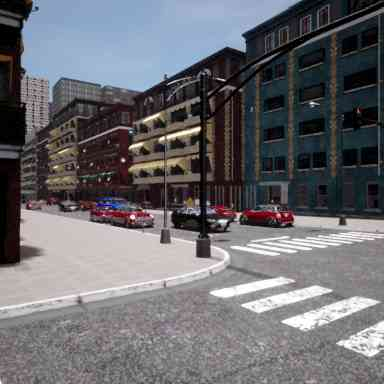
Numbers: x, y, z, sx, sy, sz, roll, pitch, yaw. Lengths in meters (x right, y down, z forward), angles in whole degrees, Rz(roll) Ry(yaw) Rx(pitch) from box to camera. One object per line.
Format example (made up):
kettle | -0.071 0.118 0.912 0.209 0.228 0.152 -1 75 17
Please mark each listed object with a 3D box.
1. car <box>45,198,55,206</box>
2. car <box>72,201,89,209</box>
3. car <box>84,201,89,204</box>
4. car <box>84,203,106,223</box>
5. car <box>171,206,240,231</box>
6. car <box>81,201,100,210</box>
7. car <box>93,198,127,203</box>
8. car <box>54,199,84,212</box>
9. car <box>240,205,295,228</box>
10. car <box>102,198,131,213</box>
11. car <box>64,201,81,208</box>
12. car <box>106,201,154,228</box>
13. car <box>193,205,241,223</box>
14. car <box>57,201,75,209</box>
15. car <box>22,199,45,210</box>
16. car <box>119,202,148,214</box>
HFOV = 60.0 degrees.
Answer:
car | -32.973 2.329 78.609 2.192 1.841 5.009 -1 0 -35
car | -20.223 2.326 60.439 1.802 1.307 4.206 -1 0 -35
car | -16.724 2.101 51.172 1.882 1.535 5.008 0 -1 -35
car | -7.543 1.904 28.641 1.802 1.307 4.206 -1 0 -35
car | 0.453 1.690 21.545 2.128 1.511 4.902 0 -1 -35
car | -17.036 2.259 55.897 1.802 1.307 4.206 -1 0 -35
car | -7.561 1.593 32.977 2.150 2.045 5.566 0 -1 -35
car | -17.509 2.077 47.273 2.128 1.511 4.902 0 -1 -34
car | 5.274 1.639 24.106 1.967 1.590 4.097 -1 0 -35
car | -10.668 1.856 46.813 2.192 1.841 5.009 -1 0 -35
car | -23.410 2.378 64.981 1.947 1.339 4.313 -1 0 -35
car | -4.358 1.694 24.099 1.967 1.590 4.097 -1 0 -35
car | 2.086 1.849 28.645 1.802 1.307 4.206 -1 0 -35
car | -22.611 2.312 59.564 1.994 1.385 4.181 0 -1 -35
car | -26.664 2.171 55.897 1.967 1.590 4.097 -1 0 -35
car | -7.477 2.038 42.269 1.947 1.339 4.313 -1 0 -35
